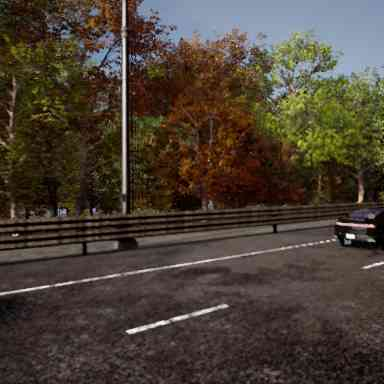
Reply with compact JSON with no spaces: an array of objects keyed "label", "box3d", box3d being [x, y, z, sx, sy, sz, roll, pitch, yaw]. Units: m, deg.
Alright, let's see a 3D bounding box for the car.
[{"label":"car","box3d":[7.831,1.416,13.740,4.902,1.511,2.128,0,0,-36]}]
